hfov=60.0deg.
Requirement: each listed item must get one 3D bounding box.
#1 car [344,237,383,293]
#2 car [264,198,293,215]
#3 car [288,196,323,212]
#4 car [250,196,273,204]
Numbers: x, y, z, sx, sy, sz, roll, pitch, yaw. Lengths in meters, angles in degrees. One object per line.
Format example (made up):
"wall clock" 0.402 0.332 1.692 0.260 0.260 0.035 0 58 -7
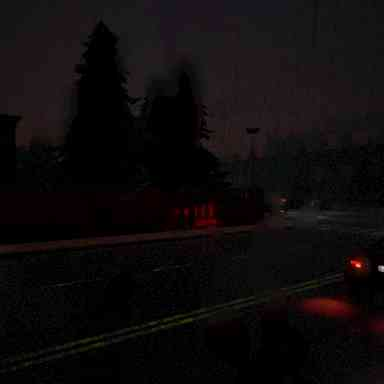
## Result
"car" 5.788 1.547 7.900 5.357 1.411 2.033 0 0 -35
"car" 7.620 1.601 34.298 1.895 1.301 4.718 0 0 -35
"car" 12.930 1.352 38.916 2.097 1.767 4.553 0 0 -35
"car" 13.154 1.563 63.248 1.994 1.385 4.181 0 0 -35
